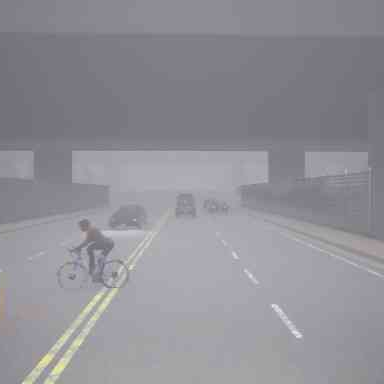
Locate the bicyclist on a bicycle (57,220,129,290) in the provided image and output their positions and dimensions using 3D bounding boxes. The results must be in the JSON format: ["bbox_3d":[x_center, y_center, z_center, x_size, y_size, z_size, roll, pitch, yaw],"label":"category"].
[{"bbox_3d":[-2.280,1.455,7.626,1.656,1.620,0.582,-2,0,-1],"label":"bicyclist on a bicycle"}]

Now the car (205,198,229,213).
[{"bbox_3d":[2.796,1.601,36.426,1.895,1.301,4.718,0,0,-1],"label":"car"}]

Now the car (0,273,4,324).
[{"bbox_3d":[-3.633,1.477,2.778,1.882,1.535,5.008,0,0,-1],"label":"car"}]

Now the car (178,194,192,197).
[{"bbox_3d":[-0.864,1.221,42.994,2.150,2.045,5.566,0,0,-1],"label":"car"}]

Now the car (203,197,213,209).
[{"bbox_3d":[2.561,1.478,46.455,1.882,1.535,5.008,0,0,-1],"label":"car"}]

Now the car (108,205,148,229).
[{"bbox_3d":[-4.063,1.548,22.078,2.033,1.411,5.357,0,0,-1],"label":"car"}]

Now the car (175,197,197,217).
[{"bbox_3d":[-0.589,1.492,31.416,2.128,1.511,4.902,0,0,-1],"label":"car"}]
